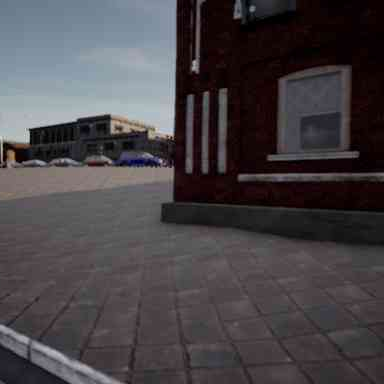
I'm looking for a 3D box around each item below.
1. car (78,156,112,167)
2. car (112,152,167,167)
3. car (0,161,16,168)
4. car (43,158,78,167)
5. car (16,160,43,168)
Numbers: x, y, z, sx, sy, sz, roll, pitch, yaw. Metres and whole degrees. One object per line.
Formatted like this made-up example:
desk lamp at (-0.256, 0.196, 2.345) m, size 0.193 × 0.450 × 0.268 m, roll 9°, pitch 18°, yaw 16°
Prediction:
car at (-10.587, -3.418, 39.055) m, size 4.553 × 1.767 × 2.185 m, roll 2°, pitch 1°, yaw 26°
car at (-5.485, -3.390, 36.717) m, size 5.566 × 2.045 × 2.435 m, roll 2°, pitch 1°, yaw 25°
car at (-25.365, -3.615, 46.558) m, size 4.792 × 1.488 × 2.163 m, roll 1°, pitch 1°, yaw 29°
car at (-15.668, -3.424, 41.496) m, size 4.892 × 1.521 × 2.231 m, roll 1°, pitch 1°, yaw 27°
car at (-20.501, -3.494, 43.952) m, size 4.674 × 1.452 × 2.002 m, roll 1°, pitch 1°, yaw 28°
